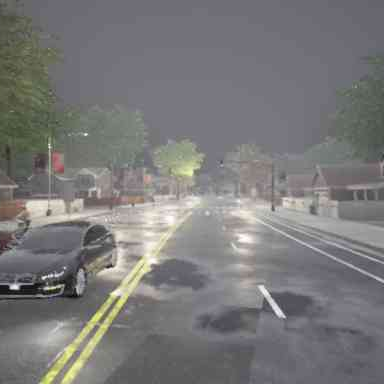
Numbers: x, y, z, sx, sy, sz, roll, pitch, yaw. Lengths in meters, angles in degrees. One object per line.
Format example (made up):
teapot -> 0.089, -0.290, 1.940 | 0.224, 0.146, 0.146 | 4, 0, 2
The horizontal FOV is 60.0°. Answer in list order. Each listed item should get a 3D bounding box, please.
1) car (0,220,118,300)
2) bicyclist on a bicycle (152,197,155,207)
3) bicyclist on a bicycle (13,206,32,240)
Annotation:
car -> -3.271, 1.554, 8.636 | 1.837, 1.490, 4.892 | 0, -1, 1
bicyclist on a bicycle -> -6.096, 1.675, 52.625 | 0.582, 1.620, 1.656 | 0, 0, 6
bicyclist on a bicycle -> -8.429, 1.521, 16.690 | 0.866, 1.612, 1.509 | 0, 0, 2
